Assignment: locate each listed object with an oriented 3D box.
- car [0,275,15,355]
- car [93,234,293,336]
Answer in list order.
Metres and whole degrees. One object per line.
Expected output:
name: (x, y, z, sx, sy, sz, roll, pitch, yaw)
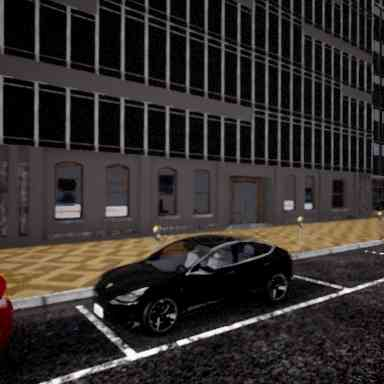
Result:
car: (-4.390, 1.537, 3.426, 4.507, 1.381, 1.887, 0, 0, -36)
car: (0.244, 1.584, 6.732, 4.313, 1.339, 1.947, 0, 0, -36)
